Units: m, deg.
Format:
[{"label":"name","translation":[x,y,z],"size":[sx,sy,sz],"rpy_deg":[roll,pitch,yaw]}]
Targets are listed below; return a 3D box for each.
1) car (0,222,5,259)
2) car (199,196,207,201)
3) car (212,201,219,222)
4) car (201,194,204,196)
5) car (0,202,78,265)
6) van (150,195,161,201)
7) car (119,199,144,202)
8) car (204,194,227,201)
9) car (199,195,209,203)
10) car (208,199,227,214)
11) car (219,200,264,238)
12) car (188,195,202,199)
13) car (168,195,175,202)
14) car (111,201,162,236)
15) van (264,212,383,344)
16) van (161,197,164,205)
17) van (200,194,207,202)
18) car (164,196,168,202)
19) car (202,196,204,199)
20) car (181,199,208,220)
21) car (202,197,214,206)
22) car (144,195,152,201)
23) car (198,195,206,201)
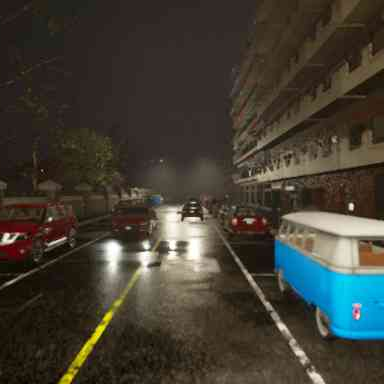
[{"label":"car","translation":[-5.688,1.522,6.044],"size":[1.752,1.417,4.829],"rpy_deg":[0,0,0]},{"label":"car","translation":[2.689,1.619,85.037],"size":[1.947,1.339,4.313],"rpy_deg":[0,0,0]},{"label":"car","translation":[2.691,1.545,23.105],"size":[2.008,1.369,4.403],"rpy_deg":[0,0,0]},{"label":"car","translation":[2.691,1.446,51.254],"size":[1.967,1.590,4.097],"rpy_deg":[0,0,0]},{"label":"car","translation":[-5.688,1.310,11.844],"size":[2.192,1.841,5.009],"rpy_deg":[0,0,0]},{"label":"van","translation":[-5.689,1.342,45.625],"size":[1.690,1.788,3.998],"rpy_deg":[0,0,0]},{"label":"car","translation":[-5.689,1.435,28.735],"size":[1.967,1.590,4.097],"rpy_deg":[0,0,0]},{"label":"car","translation":[2.692,1.311,34.365],"size":[2.192,1.841,5.009],"rpy_deg":[0,0,0]},{"label":"car","translation":[2.690,1.475,73.775],"size":[1.967,1.590,4.097],"rpy_deg":[0,0,0]},{"label":"car","translation":[2.691,1.539,28.734],"size":[1.887,1.381,4.507],"rpy_deg":[0,0,0]},{"label":"car","translation":[2.692,1.434,17.474],"size":[1.967,1.590,4.097],"rpy_deg":[0,0,0]},{"label":"car","translation":[0.083,1.506,46.292],"size":[1.837,1.490,4.892],"rpy_deg":[0,0,0]},{"label":"car","translation":[-5.691,1.569,79.236],"size":[1.752,1.417,4.829],"rpy_deg":[0,0,0]},{"label":"car","translation":[-3.024,1.471,18.437],"size":[1.882,1.535,5.008],"rpy_deg":[0,0,0]},{"label":"van","translation":[2.693,1.338,6.214],"size":[1.690,1.788,3.998],"rpy_deg":[0,0,0]},{"label":"van","translation":[-5.689,1.346,51.254],"size":[1.690,1.788,3.998],"rpy_deg":[0,0,0]},{"label":"van","translation":[2.690,1.385,79.406],"size":[1.690,1.788,3.998],"rpy_deg":[0,0,0]},{"label":"car","translation":[-5.690,1.562,56.884],"size":[2.008,1.369,4.403],"rpy_deg":[0,0,0]},{"label":"car","translation":[2.690,1.546,45.625],"size":[1.887,1.381,4.507],"rpy_deg":[0,0,0]},{"label":"car","translation":[0.038,1.542,27.568],"size":[2.033,1.411,5.357],"rpy_deg":[0,0,1]},{"label":"car","translation":[2.690,1.593,56.885],"size":[1.802,1.307,4.206],"rpy_deg":[0,0,0]},{"label":"car","translation":[-5.688,1.436,34.364],"size":[1.967,1.590,4.097],"rpy_deg":[0,0,0]},{"label":"car","translation":[2.689,1.612,90.667],"size":[2.008,1.369,4.403],"rpy_deg":[0,0,0]}]
